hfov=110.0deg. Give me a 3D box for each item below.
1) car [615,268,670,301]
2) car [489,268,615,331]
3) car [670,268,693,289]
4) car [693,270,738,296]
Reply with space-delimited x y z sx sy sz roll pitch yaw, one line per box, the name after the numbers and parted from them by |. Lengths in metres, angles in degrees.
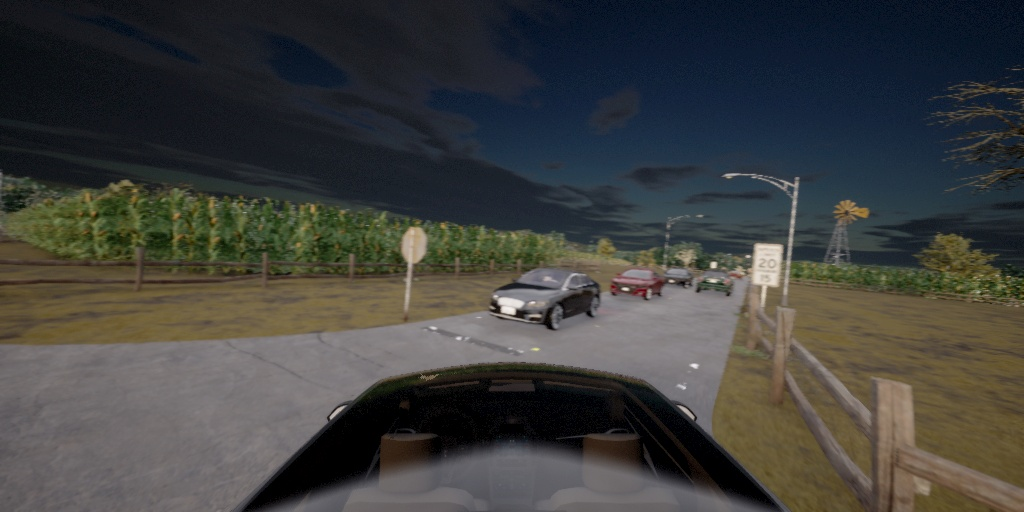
6.933 1.412 19.539 1.882 1.535 5.008 6 2 34 | car
1.231 1.143 10.948 2.128 1.511 4.902 6 2 32 | car
13.797 1.758 29.771 1.882 1.535 5.008 6 2 34 | car
14.849 1.808 26.062 2.097 1.767 4.553 6 2 34 | car
